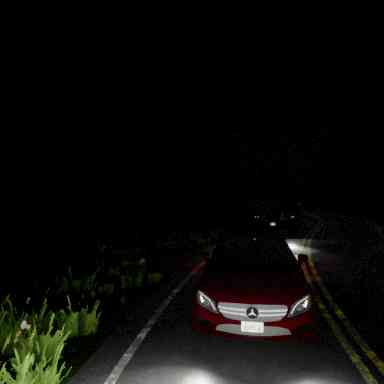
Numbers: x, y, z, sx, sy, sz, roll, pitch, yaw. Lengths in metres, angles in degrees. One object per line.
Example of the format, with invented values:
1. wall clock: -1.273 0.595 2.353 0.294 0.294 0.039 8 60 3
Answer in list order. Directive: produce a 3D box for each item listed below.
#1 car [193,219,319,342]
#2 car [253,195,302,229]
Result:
1. car: 1.224 1.534 6.709 1.812 1.442 4.674 -1 0 11
2. car: 4.984 1.215 18.885 2.150 2.045 5.566 -2 -1 22
